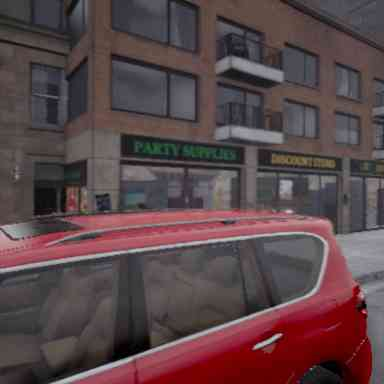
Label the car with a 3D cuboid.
[{"bbox_3d":[-0.930,1.211,2.431,5.566,2.045,2.150,0,0,-35],"label":"car"}]
